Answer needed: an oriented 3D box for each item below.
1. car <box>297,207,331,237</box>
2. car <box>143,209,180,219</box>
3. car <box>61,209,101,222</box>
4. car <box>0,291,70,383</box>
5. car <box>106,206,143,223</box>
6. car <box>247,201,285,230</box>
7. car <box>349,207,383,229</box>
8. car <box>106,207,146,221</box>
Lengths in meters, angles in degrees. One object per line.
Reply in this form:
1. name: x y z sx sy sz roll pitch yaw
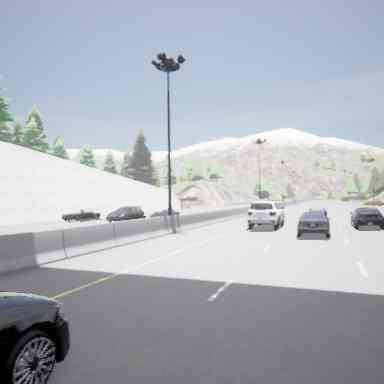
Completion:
1. car: 7.549 1.907 20.572 2.033 1.411 5.357 -1 -1 21
2. car: -2.689 2.347 33.279 1.994 1.385 4.181 -1 -1 22
3. car: -12.379 2.608 37.324 1.895 1.301 4.718 -1 -1 22
4. car: -3.205 1.606 2.828 2.128 1.511 4.902 -1 -1 21
5. car: -6.510 2.185 33.146 2.097 1.767 4.553 -1 -1 22
6. car: 5.773 1.720 25.636 2.150 2.045 5.566 -1 -1 22
7. car: 12.924 1.882 24.672 1.837 1.490 4.892 -1 -1 21
8. car: -7.701 2.541 39.611 2.033 1.411 5.357 -1 -1 22
